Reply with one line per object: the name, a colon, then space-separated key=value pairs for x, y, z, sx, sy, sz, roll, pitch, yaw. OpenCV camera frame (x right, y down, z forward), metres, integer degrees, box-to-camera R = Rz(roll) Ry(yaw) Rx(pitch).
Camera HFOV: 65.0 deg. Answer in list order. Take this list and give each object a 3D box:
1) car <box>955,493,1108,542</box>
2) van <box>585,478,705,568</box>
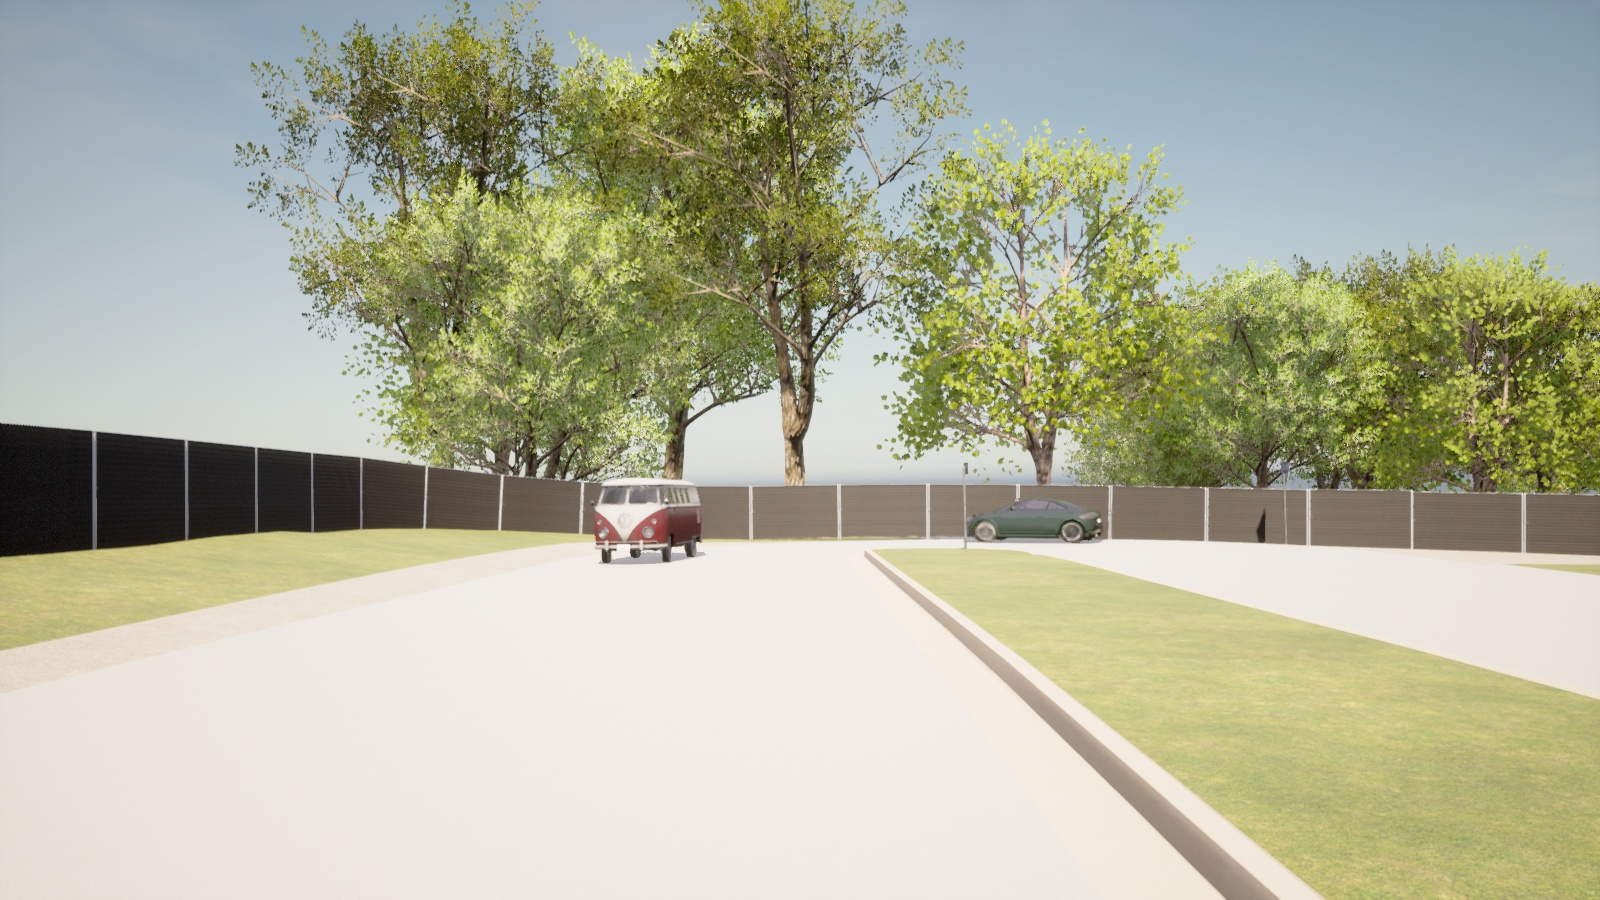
car: x=7.052 y=2.062 z=38.238 sx=4.181 sy=1.385 sz=1.994 roll=-2 pitch=-2 yaw=24
van: x=-3.642 y=1.715 z=30.391 sx=1.775 sy=1.987 sz=4.442 roll=-2 pitch=-2 yaw=8
